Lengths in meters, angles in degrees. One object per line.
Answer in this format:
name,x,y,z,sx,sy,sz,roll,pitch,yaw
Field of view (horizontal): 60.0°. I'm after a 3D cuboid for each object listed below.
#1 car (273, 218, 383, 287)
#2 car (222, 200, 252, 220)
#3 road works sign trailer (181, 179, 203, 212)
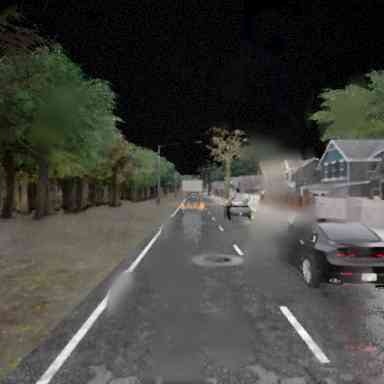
car,3.602,1.473,9.182,1.837,1.490,4.892,0,0,0
car,3.599,1.403,27.010,2.128,1.511,4.902,0,0,0
road works sign trailer,0.003,0.349,36.409,2.380,3.560,2.880,0,0,0
